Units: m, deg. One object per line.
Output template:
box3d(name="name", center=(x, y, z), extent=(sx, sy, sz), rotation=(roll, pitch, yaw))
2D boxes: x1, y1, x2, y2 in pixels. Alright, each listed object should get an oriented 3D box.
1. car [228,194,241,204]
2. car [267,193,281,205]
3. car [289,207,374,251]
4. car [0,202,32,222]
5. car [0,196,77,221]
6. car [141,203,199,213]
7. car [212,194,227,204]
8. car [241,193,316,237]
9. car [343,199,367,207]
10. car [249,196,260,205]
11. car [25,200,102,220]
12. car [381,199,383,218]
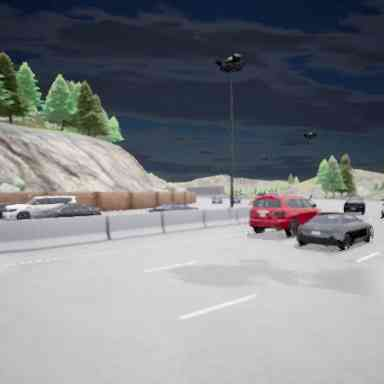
box3d(name="car", center=(8.284, 1.536, 62.450), extent=(1.837, 1.490, 4.892), rotation=(0, 0, 10))
box3d(name="car", center=(15.394, 1.221, 62.387), extent=(2.150, 2.045, 5.566), rotation=(0, 0, 10))
box3d(name="car", center=(6.218, 1.549, 14.312), extent=(1.994, 1.385, 4.181), rotation=(0, 0, 45))
box3d(name="car", center=(-15.990, 1.640, 27.253), extent=(4.892, 1.490, 1.837), rotation=(0, 0, -40))
box3d(name="car", center=(-11.687, 1.330, 26.268), extent=(5.566, 2.045, 2.150), rotation=(0, 0, -42))
box3d(name="car", center=(-1.634, 1.596, 26.431), extent=(2.033, 1.411, 5.357), rotation=(0, 0, 42))
box3d(name="car", center=(4.880, 1.552, 63.304), extent=(2.128, 1.511, 4.902), rotation=(0, 0, 10))
box3d(name="car", center=(5.331, 1.217, 18.306), extent=(2.150, 2.045, 5.566), rotation=(0, 0, 44))
box3d(name="car", center=(16.619, 1.428, 33.937), extent=(1.882, 1.535, 5.008), rotation=(0, 0, 29))
box3d(name="car", center=(11.378, 1.494, 60.033), extent=(1.882, 1.535, 5.008), rotation=(0, 0, 12))
box3d(name="car", center=(-8.991, 1.594, 24.051), extent=(4.892, 1.490, 1.837), rotation=(0, 0, -43))
box3d(name="car", center=(17.795, 1.158, 28.944), extent=(2.150, 2.045, 5.566), rotation=(0, 0, 32))
